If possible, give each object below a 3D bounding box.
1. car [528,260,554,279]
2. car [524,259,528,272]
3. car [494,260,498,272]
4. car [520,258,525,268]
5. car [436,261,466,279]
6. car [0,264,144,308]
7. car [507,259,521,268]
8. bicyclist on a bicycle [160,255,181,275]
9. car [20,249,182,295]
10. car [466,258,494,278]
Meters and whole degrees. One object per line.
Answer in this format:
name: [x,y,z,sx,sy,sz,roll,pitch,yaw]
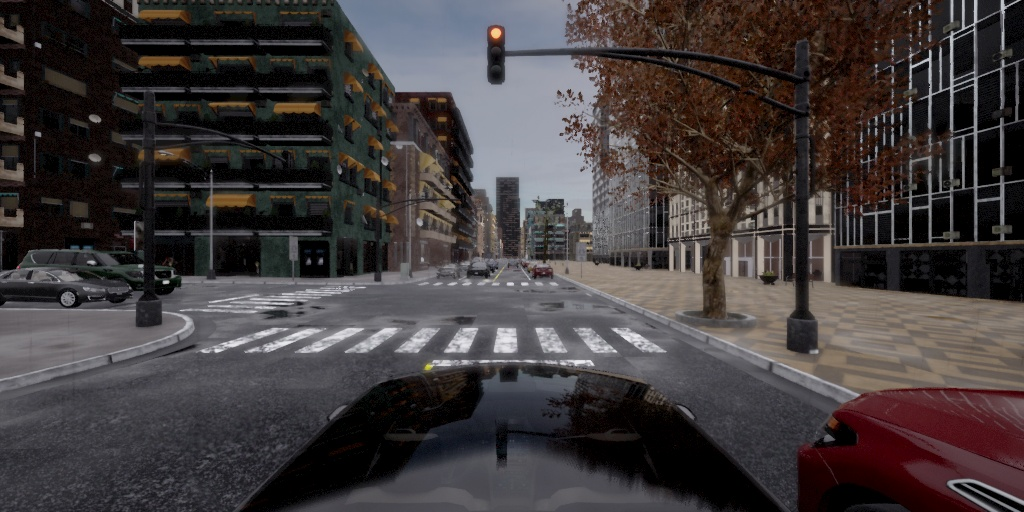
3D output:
car: [2.725,1.307,32.365,1.888,1.381,4.507,0,0,0]
car: [2.737,1.298,43.601,1.751,1.417,4.829,0,0,0]
car: [-3.035,1.374,43.683,1.895,1.301,4.718,0,0,0]
car: [2.755,1.375,60.028,1.802,1.307,4.207,0,0,0]
car: [-5.655,1.312,32.375,2.007,1.370,4.403,0,0,0]
car: [-16.422,1.091,12.970,4.403,1.370,2.007,0,0,-1]
car: [0.170,1.289,63.229,2.128,1.511,4.902,0,0,0]
bicyclist on a bicycle: [-23.144,0.761,24.238,0.582,1.620,1.656,1,0,-1]
car: [-17.772,0.747,15.553,5.566,2.045,2.150,1,0,0]
car: [-3.059,1.241,33.660,1.882,1.535,5.008,0,0,0]
